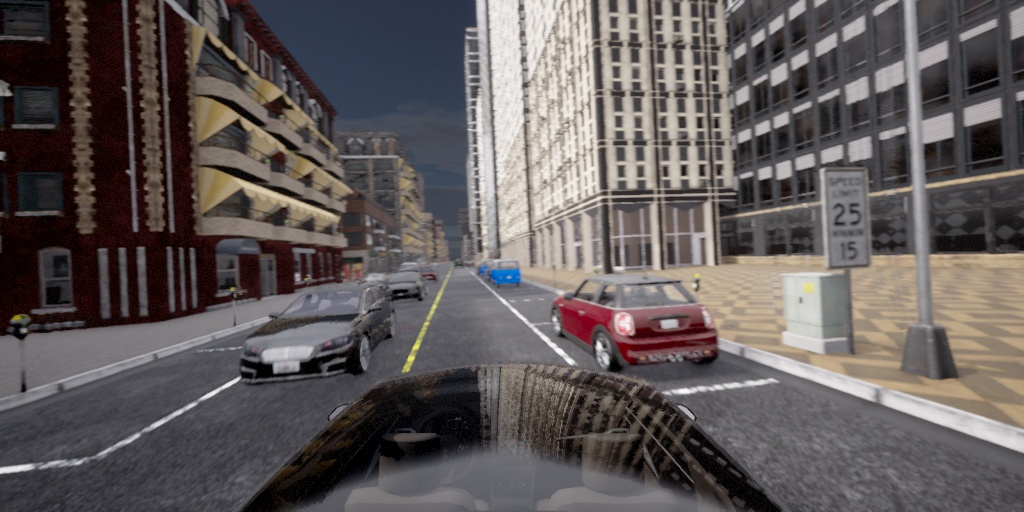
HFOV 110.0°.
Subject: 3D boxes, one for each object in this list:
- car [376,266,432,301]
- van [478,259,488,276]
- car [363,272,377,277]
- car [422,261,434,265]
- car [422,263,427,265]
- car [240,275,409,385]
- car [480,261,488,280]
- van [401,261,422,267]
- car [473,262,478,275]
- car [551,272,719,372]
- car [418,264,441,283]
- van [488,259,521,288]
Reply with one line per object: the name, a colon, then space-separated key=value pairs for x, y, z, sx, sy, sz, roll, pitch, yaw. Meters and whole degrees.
car: x=-5.488 y=1.521 z=18.819 sx=1.837 sy=1.490 sz=4.892 roll=-3 pitch=0 yaw=-9
van: x=-2.163 y=1.198 z=35.339 sx=1.690 sy=1.789 sz=3.998 roll=0 pitch=0 yaw=-9
car: x=-8.703 y=1.726 z=22.890 sx=2.007 sy=1.370 sz=4.403 roll=0 pitch=0 yaw=-9
car: x=-13.897 y=1.756 z=56.380 sx=2.192 sy=1.841 sz=5.009 roll=0 pitch=0 yaw=-9
car: x=-12.165 y=1.933 z=45.217 sx=1.802 sy=1.307 sz=4.207 roll=0 pitch=0 yaw=-9
car: x=-3.786 y=1.426 z=7.826 sx=2.128 sy=1.511 sz=4.902 roll=-3 pitch=0 yaw=-9
car: x=-1.297 y=1.364 z=29.757 sx=2.007 sy=1.370 sz=4.403 roll=0 pitch=0 yaw=-9
van: x=-11.300 y=1.647 z=39.635 sx=1.690 sy=1.789 sz=3.998 roll=0 pitch=0 yaw=-9
car: x=-3.029 y=1.467 z=40.921 sx=1.948 sy=1.339 sz=4.313 roll=0 pitch=0 yaw=-9
car: x=2.166 y=1.083 z=7.431 sx=1.967 sy=1.591 sz=4.097 roll=0 pitch=0 yaw=-9
car: x=-7.523 y=1.719 z=32.114 sx=1.895 sy=1.301 sz=4.718 roll=-3 pitch=0 yaw=-9
van: x=-0.432 y=1.111 z=24.176 sx=1.690 sy=1.789 sz=3.998 roll=0 pitch=0 yaw=-9
